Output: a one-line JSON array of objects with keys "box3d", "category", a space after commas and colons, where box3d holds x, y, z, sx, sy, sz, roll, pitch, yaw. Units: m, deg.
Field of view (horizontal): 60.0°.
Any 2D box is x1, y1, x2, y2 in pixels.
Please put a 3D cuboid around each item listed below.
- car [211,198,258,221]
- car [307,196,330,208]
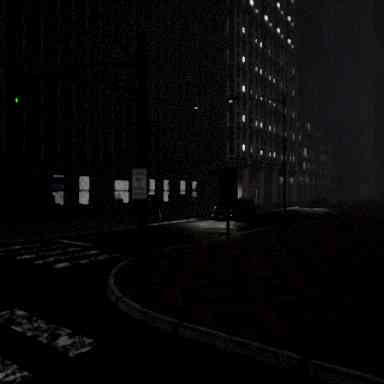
[{"box3d": [3.449, 1.271, 26.429, 2.097, 1.767, 4.553, 0, 0, 37], "category": "car"}, {"box3d": [16.963, 1.325, 44.447, 1.882, 1.535, 5.008, 0, 0, 37], "category": "car"}]
